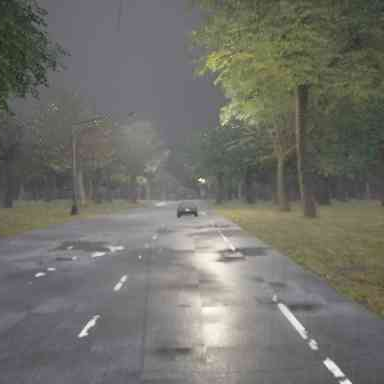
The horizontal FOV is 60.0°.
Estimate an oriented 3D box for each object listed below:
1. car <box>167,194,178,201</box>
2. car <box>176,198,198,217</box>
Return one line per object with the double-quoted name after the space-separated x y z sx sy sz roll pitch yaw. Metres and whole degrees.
-4.623 1.511 79.471 2.150 2.045 5.566 -1 0 -1 "car"
-0.470 1.635 32.965 1.994 1.385 4.181 -1 0 -1 "car"
